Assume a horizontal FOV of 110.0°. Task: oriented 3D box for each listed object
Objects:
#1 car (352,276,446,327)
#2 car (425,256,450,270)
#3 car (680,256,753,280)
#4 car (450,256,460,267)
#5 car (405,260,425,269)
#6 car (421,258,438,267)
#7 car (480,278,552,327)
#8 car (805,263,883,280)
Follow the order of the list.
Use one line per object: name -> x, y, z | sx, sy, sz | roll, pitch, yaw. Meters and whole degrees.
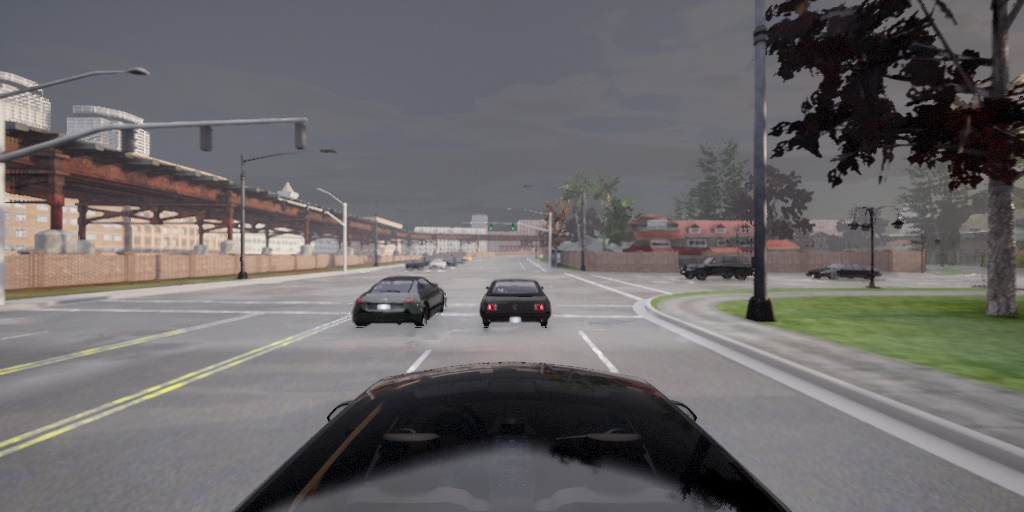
car -> -3.396, 1.316, 11.496 | 1.994, 1.385, 4.181 | 0, 0, 0
car -> -10.567, 1.170, 51.265 | 1.812, 1.442, 4.674 | 0, 1, 0
car -> 17.241, 0.977, 30.344 | 5.566, 2.045, 2.150 | 0, 0, -2
car -> -10.536, 0.894, 60.358 | 2.097, 1.767, 4.553 | 0, 1, 0
car -> -14.075, 1.237, 52.312 | 1.895, 1.301, 4.718 | 0, 1, 0
car -> -14.030, 1.097, 61.104 | 1.994, 1.385, 4.181 | 0, 1, 0
car -> 0.095, 1.353, 11.457 | 1.895, 1.301, 4.718 | 0, 0, 0
car -> 28.308, 1.302, 30.628 | 5.357, 1.411, 2.033 | 0, 0, -1
